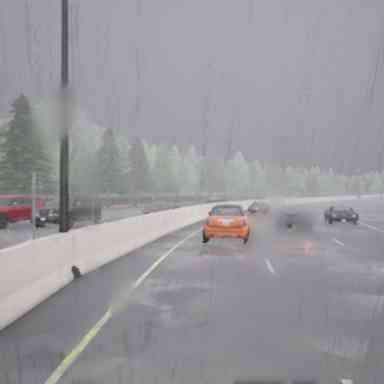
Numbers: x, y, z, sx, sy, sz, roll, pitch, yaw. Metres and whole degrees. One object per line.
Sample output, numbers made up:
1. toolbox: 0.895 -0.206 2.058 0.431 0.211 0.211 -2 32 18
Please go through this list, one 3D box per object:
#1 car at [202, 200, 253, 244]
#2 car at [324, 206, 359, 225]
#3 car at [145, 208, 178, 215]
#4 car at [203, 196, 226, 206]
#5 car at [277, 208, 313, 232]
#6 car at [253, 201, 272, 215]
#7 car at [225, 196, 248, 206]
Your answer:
1. car: 1.797 1.371 16.318 2.097 1.767 4.553 0 0 10
2. car: 10.977 1.667 24.781 1.895 1.301 4.718 0 0 17
3. car: -2.644 1.513 28.527 1.837 1.490 4.892 0 0 17
4. car: 4.055 1.537 59.352 1.882 1.535 5.008 0 0 33
5. car: 6.150 1.642 20.330 1.895 1.301 4.718 0 0 13
6. car: 7.108 1.620 34.686 1.994 1.385 4.181 0 0 21
7. car: 7.926 1.568 58.938 2.128 1.511 4.902 0 0 33
